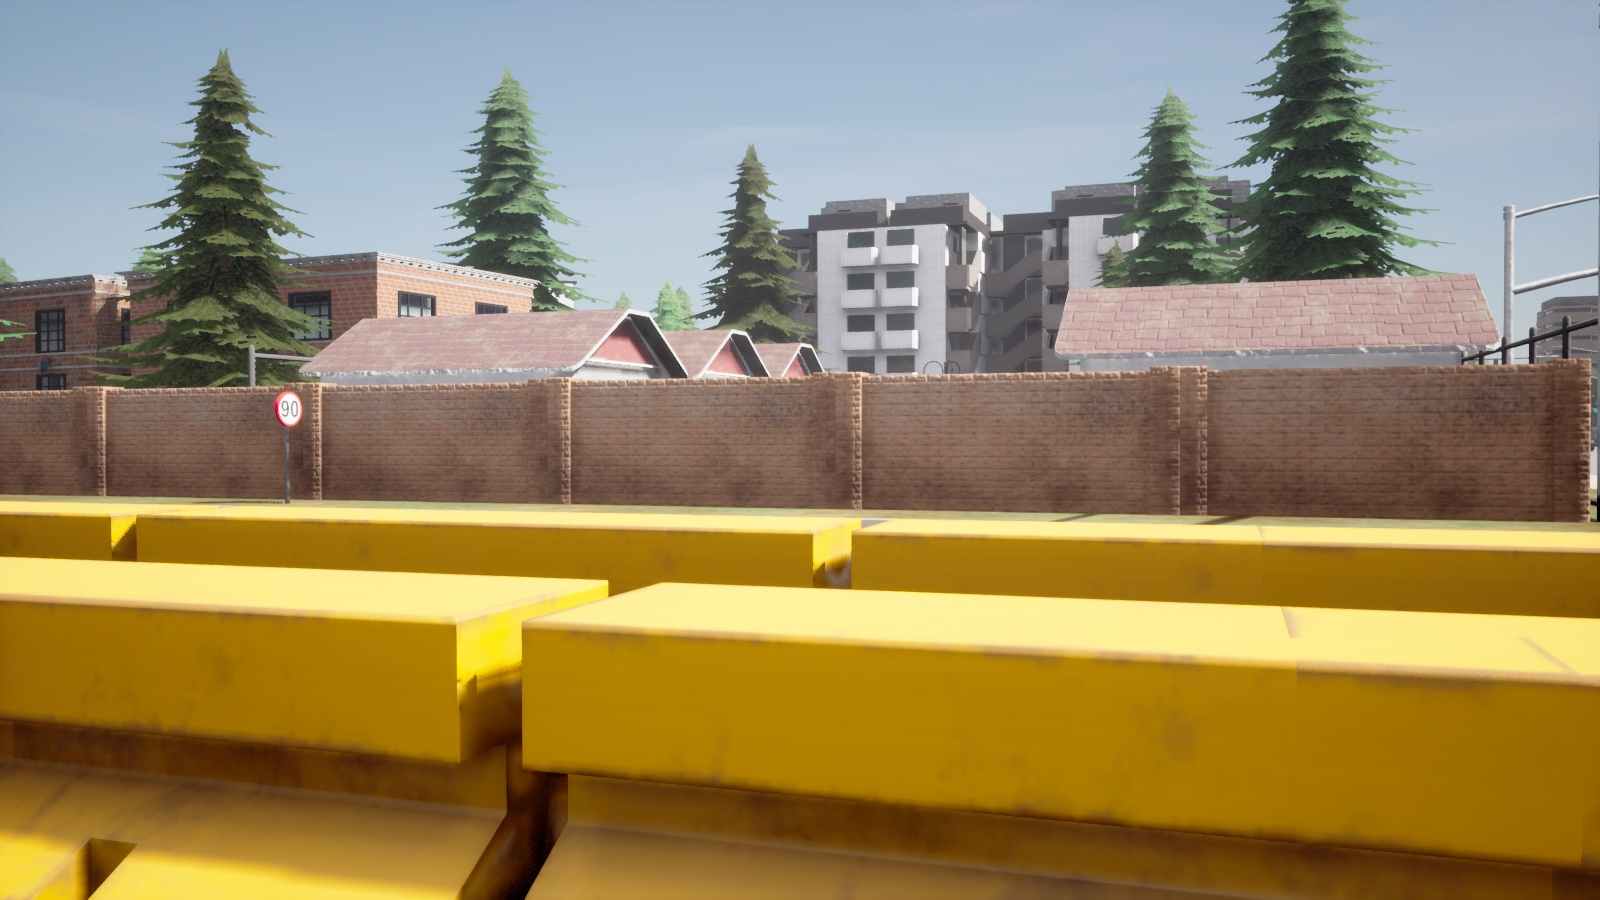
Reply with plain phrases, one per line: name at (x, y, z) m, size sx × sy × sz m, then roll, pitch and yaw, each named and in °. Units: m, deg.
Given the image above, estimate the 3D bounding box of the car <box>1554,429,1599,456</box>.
car at (50.152, -0.497, 80.589) m, size 2.152 × 1.651 × 5.027 m, roll 1°, pitch 1°, yaw 20°
